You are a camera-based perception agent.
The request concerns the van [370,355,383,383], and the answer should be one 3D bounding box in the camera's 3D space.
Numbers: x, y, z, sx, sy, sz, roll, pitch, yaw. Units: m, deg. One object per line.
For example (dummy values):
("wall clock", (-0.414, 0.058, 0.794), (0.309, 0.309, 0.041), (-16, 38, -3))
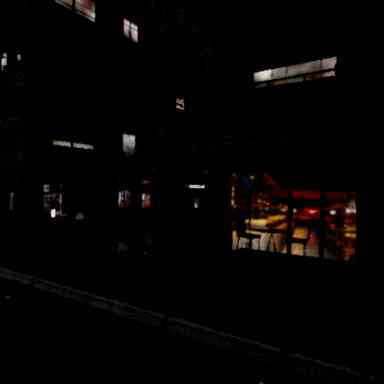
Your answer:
("van", (2.681, 1.356, 0.948), (3.998, 1.788, 1.690), (1, 1, 35))
